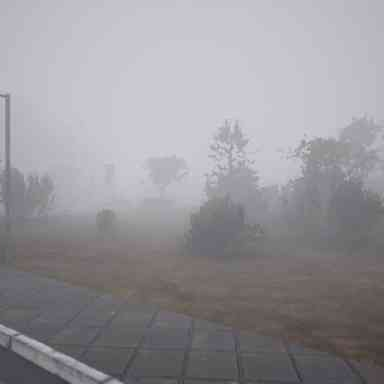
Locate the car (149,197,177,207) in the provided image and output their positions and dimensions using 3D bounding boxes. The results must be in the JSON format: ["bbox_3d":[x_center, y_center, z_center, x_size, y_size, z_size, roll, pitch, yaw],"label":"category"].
[{"bbox_3d":[-4.172,1.396,46.490,2.128,1.511,4.902,0,1,39],"label":"car"}]

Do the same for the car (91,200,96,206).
[{"bbox_3d":[-13.413,1.397,52.063,1.882,1.535,5.008,0,1,39],"label":"car"}]

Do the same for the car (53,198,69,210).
[{"bbox_3d":[-17.685,1.484,41.197,2.128,1.511,4.902,0,0,39],"label":"car"}]

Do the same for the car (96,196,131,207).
[{"bbox_3d":[-11.215,1.529,49.217,1.895,1.301,4.718,0,1,39],"label":"car"}]
